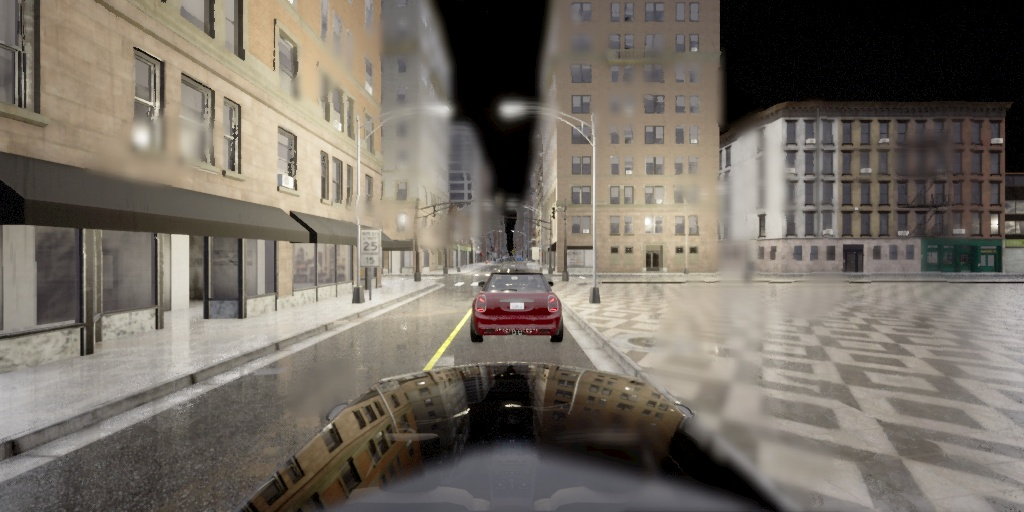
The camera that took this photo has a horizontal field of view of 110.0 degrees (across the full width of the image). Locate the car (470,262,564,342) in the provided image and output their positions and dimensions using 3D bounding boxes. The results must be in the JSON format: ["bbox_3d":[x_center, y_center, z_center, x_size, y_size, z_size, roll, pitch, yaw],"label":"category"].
[{"bbox_3d":[0.112,1.102,9.885,2.097,1.767,4.553,0,0,0],"label":"car"}]

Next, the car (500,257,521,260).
[{"bbox_3d":[0.072,1.101,19.709,2.097,1.767,4.553,0,0,-1],"label":"car"}]
